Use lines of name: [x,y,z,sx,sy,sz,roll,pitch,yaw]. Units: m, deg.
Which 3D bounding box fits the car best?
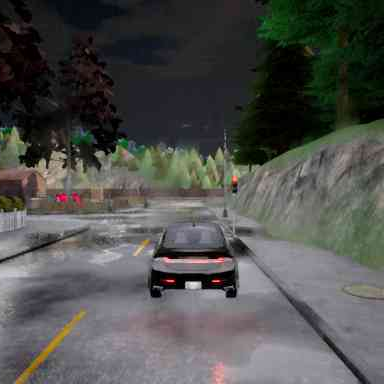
car: [0.048,1.492,8.504,2.128,1.511,4.902,0,0,1]
